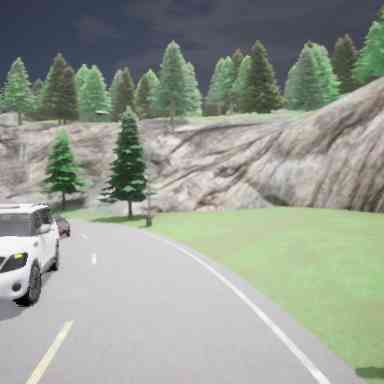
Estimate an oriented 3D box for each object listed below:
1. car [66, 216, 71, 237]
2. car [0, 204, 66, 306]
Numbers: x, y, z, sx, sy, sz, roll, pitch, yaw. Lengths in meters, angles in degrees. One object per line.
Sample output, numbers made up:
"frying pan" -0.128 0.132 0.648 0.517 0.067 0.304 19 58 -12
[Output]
"car" -8.267 1.851 19.355 1.994 1.385 4.181 0 -1 -27
"car" -4.757 1.357 8.424 2.150 2.045 5.566 0 0 -14
